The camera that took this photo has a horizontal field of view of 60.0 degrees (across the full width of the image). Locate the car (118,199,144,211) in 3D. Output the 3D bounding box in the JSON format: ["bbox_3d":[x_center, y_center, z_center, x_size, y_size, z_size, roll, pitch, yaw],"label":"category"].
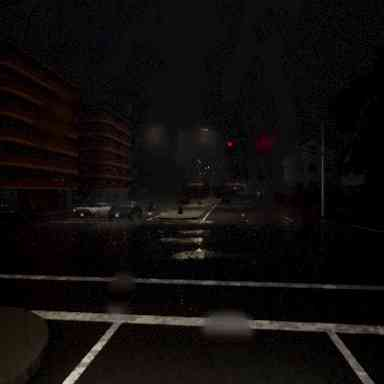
[{"bbox_3d":[-7.513,1.589,41.271,1.994,1.385,4.181,0,0,7],"label":"car"}]

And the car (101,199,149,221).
[{"bbox_3d":[-5.405,1.508,27.539,2.128,1.511,4.902,0,0,6],"label":"car"}]

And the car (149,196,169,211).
[{"bbox_3d":[-4.046,1.531,40.750,1.837,1.490,4.892,0,0,6],"label":"car"}]

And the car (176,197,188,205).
[{"bbox_3d":[-1.785,1.586,62.424,2.033,1.411,5.357,0,0,6],"label":"car"}]

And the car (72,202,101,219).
[{"bbox_3d":[-8.798,1.618,29.896,1.895,1.301,4.718,0,0,9],"label":"car"}]

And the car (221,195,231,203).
[{"bbox_3d":[7.685,1.572,75.646,2.128,1.511,4.902,0,0,6],"label":"car"}]

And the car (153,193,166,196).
[{"bbox_3d":[-5.773,1.255,58.070,2.150,2.045,5.566,0,0,6],"label":"car"}]

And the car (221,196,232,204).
[{"bbox_3d":[6.748,1.547,65.603,1.837,1.490,4.892,0,0,6],"label":"car"}]
